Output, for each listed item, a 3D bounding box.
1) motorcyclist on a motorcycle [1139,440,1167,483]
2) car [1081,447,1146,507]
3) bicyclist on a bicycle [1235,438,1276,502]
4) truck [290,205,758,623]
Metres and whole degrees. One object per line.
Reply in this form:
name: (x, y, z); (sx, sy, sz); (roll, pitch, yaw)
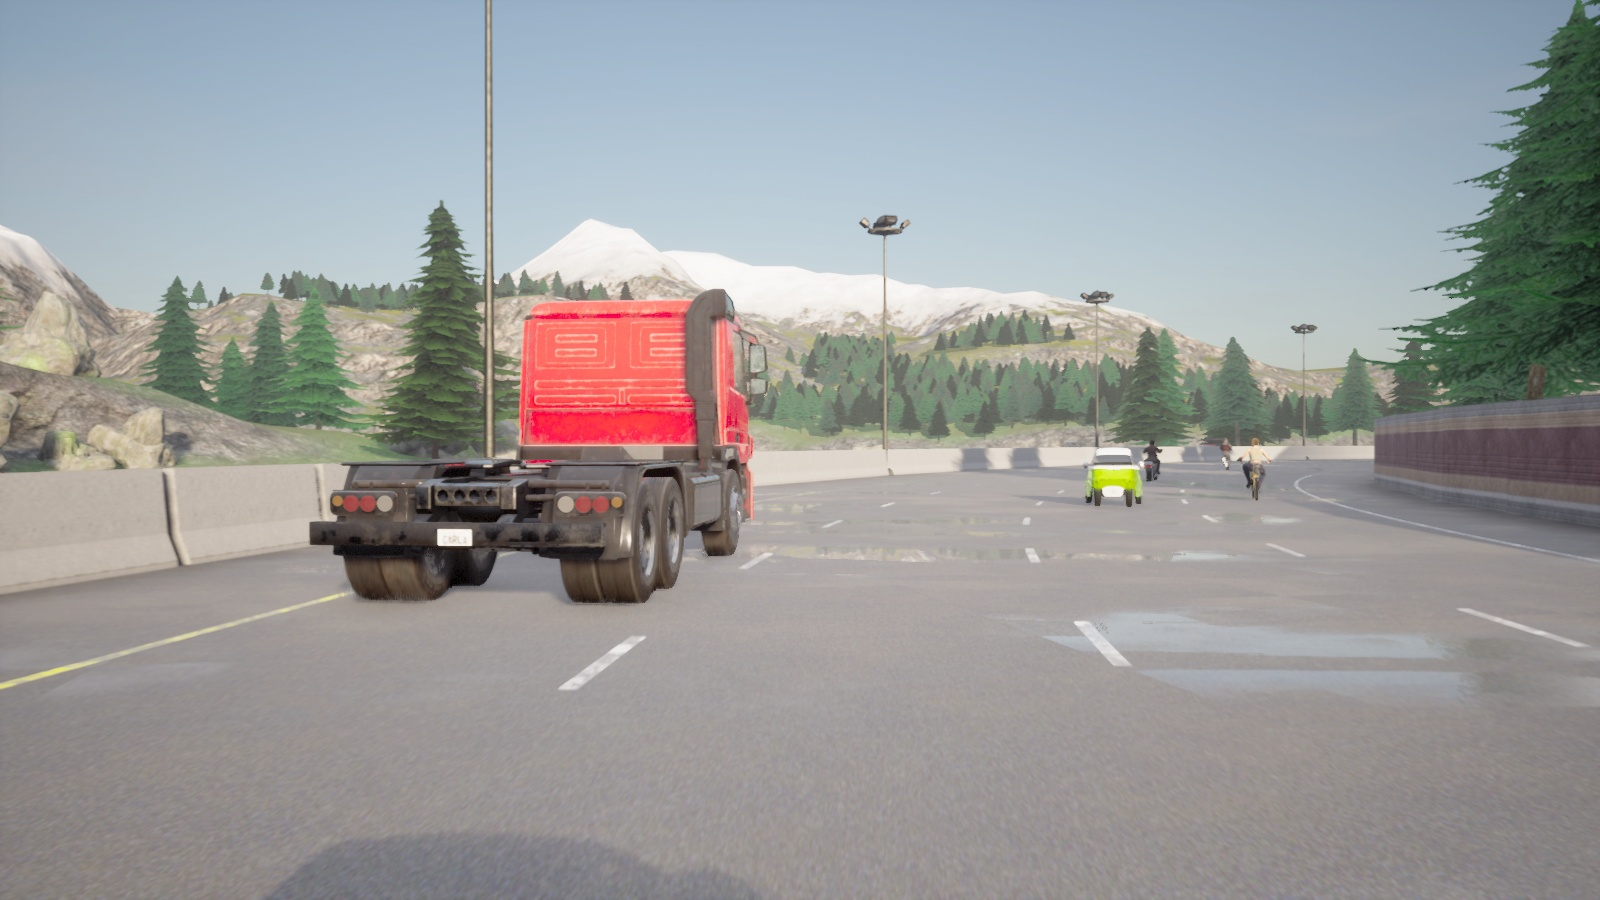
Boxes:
motorcyclist on a motorcycle: (13.882, 0.432, 49.365); (0.766, 1.649, 2.350); (1, 0, 23)
car: (7.692, 0.635, 30.785); (1.481, 1.376, 2.207); (0, 1, 14)
bicyclist on a bicycle: (11.846, 0.511, 32.697); (0.866, 1.612, 1.509); (0, 0, 15)
truck: (-2.480, -0.320, 14.480); (2.891, 3.462, 7.936); (0, 0, 6)
